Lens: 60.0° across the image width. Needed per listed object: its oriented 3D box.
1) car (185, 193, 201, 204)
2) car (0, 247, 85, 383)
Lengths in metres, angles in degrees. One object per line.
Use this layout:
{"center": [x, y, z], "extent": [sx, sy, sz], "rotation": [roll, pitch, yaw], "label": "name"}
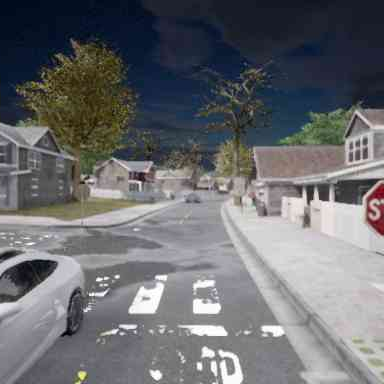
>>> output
{"center": [0.159, 0.895, 47.355], "extent": [1.837, 1.490, 4.892], "rotation": [0, 1, 7], "label": "car"}
{"center": [-2.684, 1.477, 3.806], "extent": [1.812, 1.442, 4.674], "rotation": [0, 1, 1], "label": "car"}
